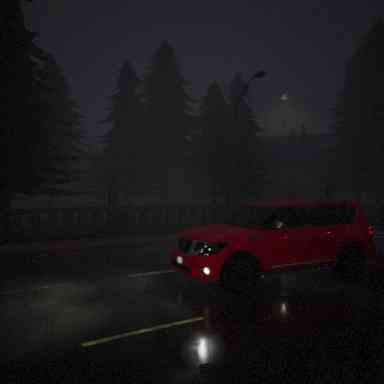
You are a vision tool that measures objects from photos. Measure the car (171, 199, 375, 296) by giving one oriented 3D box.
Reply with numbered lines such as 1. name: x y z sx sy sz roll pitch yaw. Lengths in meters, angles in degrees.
1. car: 2.256 1.221 8.826 5.566 2.045 2.150 0 0 -23
